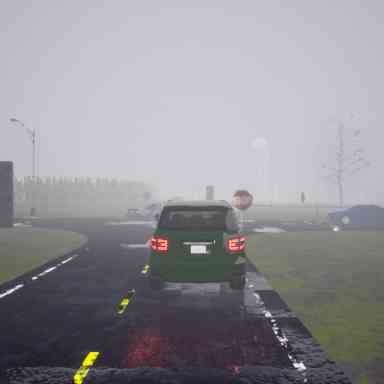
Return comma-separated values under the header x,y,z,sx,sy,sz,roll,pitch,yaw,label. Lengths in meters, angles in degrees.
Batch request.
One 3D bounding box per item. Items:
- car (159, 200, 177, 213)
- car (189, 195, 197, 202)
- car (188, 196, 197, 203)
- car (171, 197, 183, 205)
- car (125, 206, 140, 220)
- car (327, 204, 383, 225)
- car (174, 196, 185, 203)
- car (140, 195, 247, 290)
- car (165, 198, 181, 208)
x,y,z,sx,sy,sz,roll,pitch,yaw,label
-2.731,1.622,38.874,1.895,1.301,4.718,0,0,-1,car
0.185,1.497,80.204,1.882,1.535,5.008,0,0,0,car
0.165,1.591,70.201,1.812,1.442,4.674,0,0,0,car
-2.665,1.576,59.115,1.812,1.442,4.674,0,0,1,car
-2.737,1.544,26.699,2.033,1.411,5.357,0,-1,44,car
12.930,1.671,25.380,5.008,1.535,1.882,1,1,0,car
-2.587,1.604,69.786,2.033,1.411,5.357,0,0,0,car
0.108,1.222,9.220,2.150,2.045,5.566,0,0,0,car
-2.709,1.598,48.831,1.994,1.385,4.181,0,0,1,car
